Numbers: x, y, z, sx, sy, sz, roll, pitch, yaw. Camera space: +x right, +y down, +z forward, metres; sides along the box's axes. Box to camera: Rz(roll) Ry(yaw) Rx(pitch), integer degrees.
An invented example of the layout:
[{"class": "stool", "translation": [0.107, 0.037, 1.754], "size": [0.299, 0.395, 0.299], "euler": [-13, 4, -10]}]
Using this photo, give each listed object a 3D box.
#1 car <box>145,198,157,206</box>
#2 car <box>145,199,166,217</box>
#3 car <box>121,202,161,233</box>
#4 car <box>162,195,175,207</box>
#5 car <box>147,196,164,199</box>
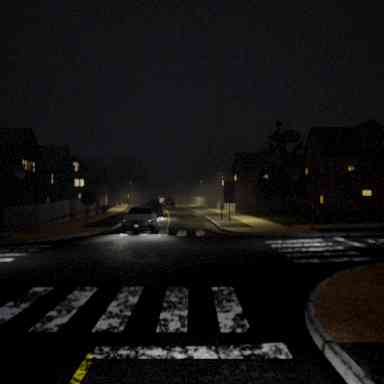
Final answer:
[{"class": "car", "translation": [-7.443, 1.752, 60.120], "size": [1.812, 1.442, 4.674], "euler": [0, -1, -11]}, {"class": "car", "translation": [-3.769, 1.676, 32.120], "size": [1.994, 1.385, 4.181], "euler": [0, 0, -5]}, {"class": "car", "translation": [-3.099, 1.575, 20.271], "size": [1.812, 1.442, 4.674], "euler": [0, 0, -2]}, {"class": "car", "translation": [-3.970, 1.775, 56.488], "size": [1.837, 1.490, 4.892], "euler": [0, -1, -10]}, {"class": "car", "translation": [-5.091, 1.687, 44.725], "size": [1.837, 1.490, 4.892], "euler": [0, 0, -7]}]
